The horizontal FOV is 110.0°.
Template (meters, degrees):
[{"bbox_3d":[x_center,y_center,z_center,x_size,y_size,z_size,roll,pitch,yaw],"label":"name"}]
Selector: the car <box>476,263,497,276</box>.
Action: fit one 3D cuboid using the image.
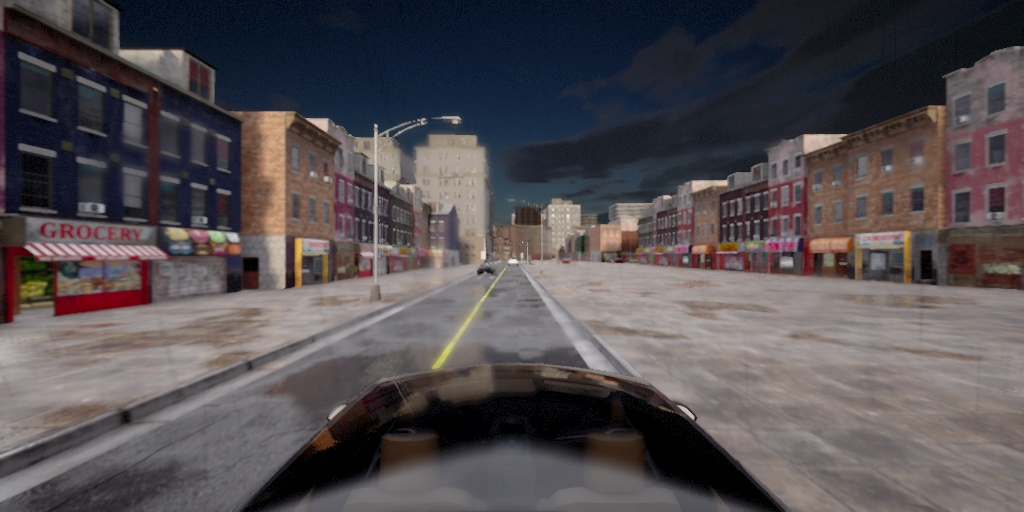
[{"bbox_3d":[-2.663,1.420,38.106,1.895,1.301,4.718,0,0,1],"label":"car"}]
